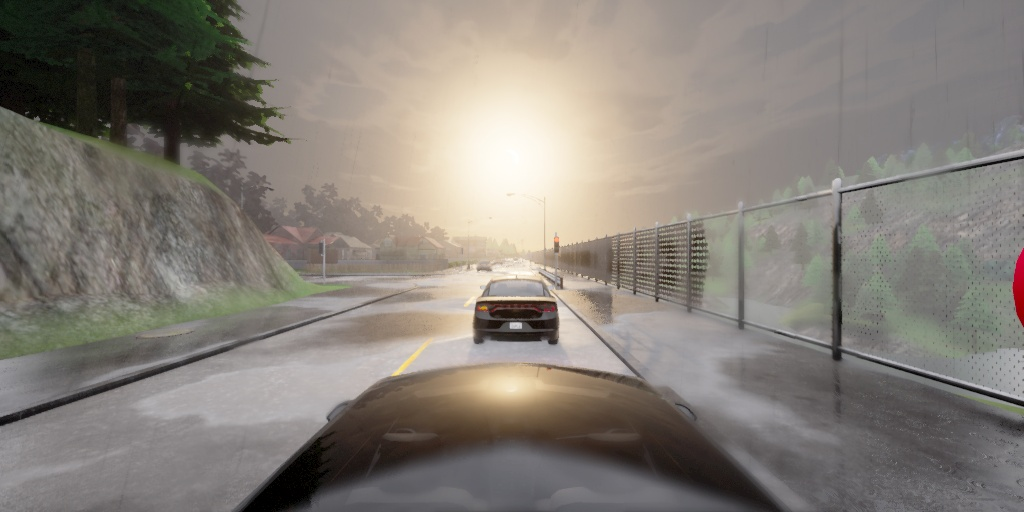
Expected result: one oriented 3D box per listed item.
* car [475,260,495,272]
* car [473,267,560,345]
[{"bbox_3d":[-3.528,1.323,46.193,1.837,1.490,4.892,0,1,1],"label":"car"},{"bbox_3d":[0.127,1.228,9.570,1.882,1.535,5.008,0,0,1],"label":"car"}]
